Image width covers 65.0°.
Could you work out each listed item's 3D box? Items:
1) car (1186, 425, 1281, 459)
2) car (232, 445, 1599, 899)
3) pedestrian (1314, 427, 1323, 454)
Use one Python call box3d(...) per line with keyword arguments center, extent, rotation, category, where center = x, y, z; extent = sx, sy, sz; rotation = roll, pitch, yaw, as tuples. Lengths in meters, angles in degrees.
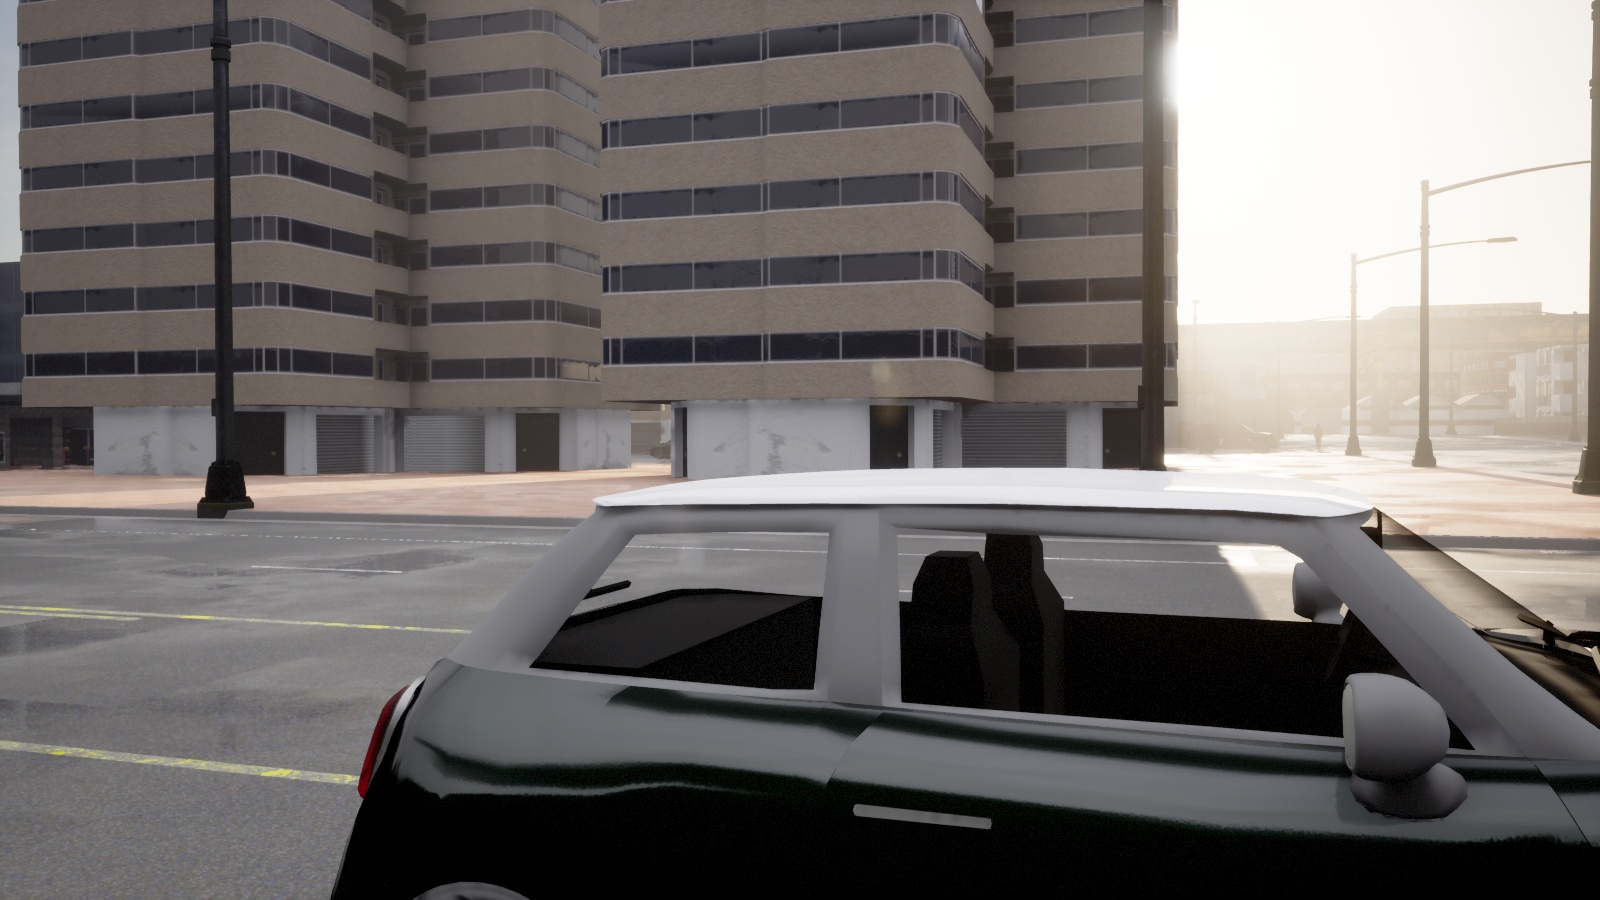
box3d(center=(27.260, -0.519, 79.209), extent=(5.566, 2.045, 2.150), rotation=(-1, 1, 17), category="car")
box3d(center=(0.941, 0.749, 2.925), extent=(3.806, 1.475, 1.970), rotation=(1, 1, 19), category="car")
box3d(center=(35.303, -0.624, 85.451), extent=(0.431, 1.840, 0.709), rotation=(0, 1, 13), category="pedestrian")
